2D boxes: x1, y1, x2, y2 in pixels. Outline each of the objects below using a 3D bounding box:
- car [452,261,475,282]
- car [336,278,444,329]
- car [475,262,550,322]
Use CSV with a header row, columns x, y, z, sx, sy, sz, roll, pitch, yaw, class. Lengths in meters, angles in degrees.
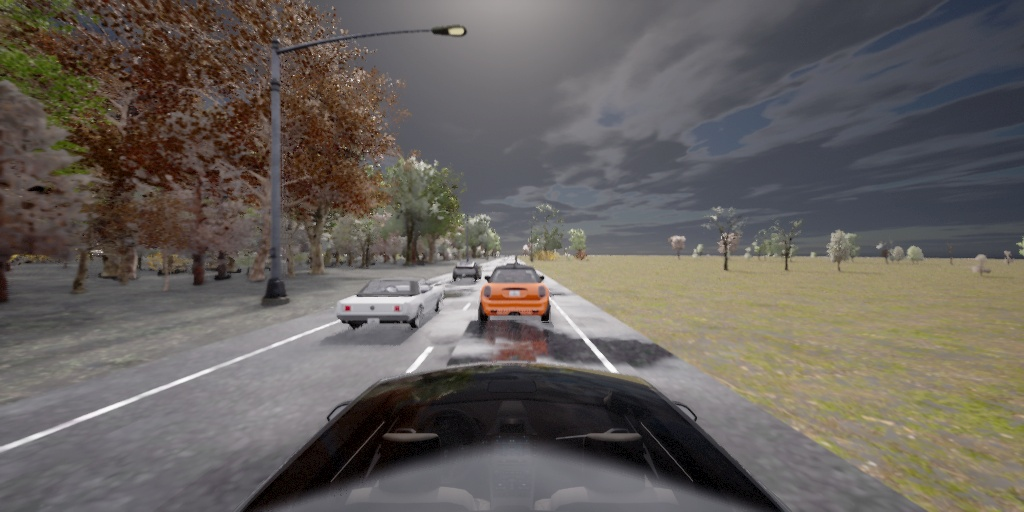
x,y,z,sx,sy,sz,roll,pitch,yaw,class
-3.413,1.157,27.858,2.128,1.511,4.902,0,0,0,car
-3.418,1.320,11.104,1.895,1.301,4.718,0,0,0,car
0.085,1.068,12.340,2.097,1.767,4.553,0,0,0,car
